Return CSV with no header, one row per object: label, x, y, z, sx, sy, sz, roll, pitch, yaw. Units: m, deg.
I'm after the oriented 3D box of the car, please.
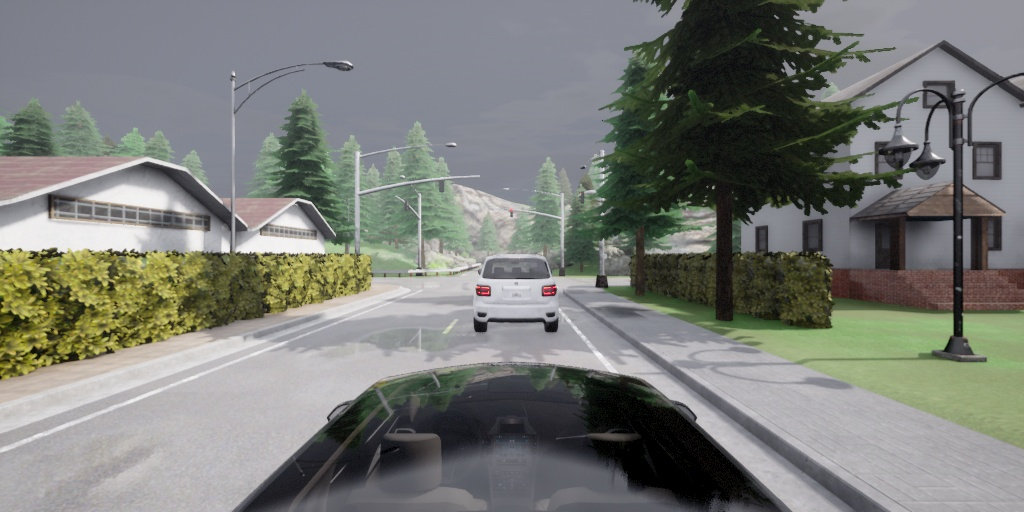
car,0.104,0.979,10.947,2.150,2.045,5.566,0,0,0
